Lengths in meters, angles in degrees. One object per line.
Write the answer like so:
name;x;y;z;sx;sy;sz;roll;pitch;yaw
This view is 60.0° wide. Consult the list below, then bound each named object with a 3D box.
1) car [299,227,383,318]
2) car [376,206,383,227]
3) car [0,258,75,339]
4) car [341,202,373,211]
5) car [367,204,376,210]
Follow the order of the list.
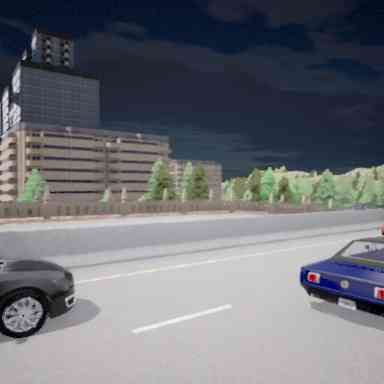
car;4.433;1.600;6.906;4.718;1.301;1.895;0;0;-35
car;11.158;1.359;15.999;4.553;1.767;2.097;1;0;-35
car;-4.307;1.506;4.976;4.892;1.490;1.837;0;0;-35
car;20.194;2.257;39.857;5.566;2.045;2.150;7;-4;-35
car;21.703;2.503;36.638;4.674;1.442;1.812;6;-4;-35
